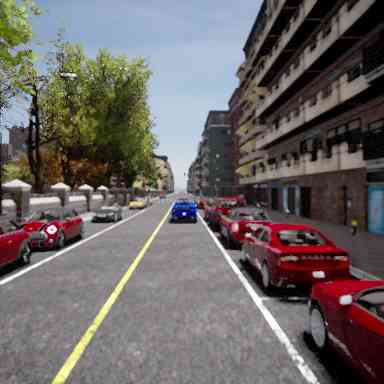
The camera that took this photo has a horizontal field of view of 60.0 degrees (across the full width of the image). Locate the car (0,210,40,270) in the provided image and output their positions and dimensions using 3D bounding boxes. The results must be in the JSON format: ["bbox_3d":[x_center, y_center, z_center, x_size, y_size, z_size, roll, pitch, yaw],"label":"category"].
[{"bbox_3d":[-5.913,1.443,8.643,1.967,1.590,4.097,0,0,-2],"label":"car"}]

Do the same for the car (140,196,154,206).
[{"bbox_3d":[-7.212,1.425,53.496,1.752,1.417,4.829,0,0,-2],"label":"car"}]

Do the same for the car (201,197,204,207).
[{"bbox_3d":[1.975,1.360,25.770,1.967,1.590,4.097,0,0,-2],"label":"car"}]

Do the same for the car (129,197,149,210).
[{"bbox_3d":[-6.886,1.446,42.240,1.752,1.417,4.829,0,0,-2],"label":"car"}]

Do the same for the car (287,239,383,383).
[{"bbox_3d":[2.628,1.523,3.258,1.887,1.381,4.507,0,0,-2],"label":"car"}]

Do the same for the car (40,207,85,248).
[{"bbox_3d":[-6.076,1.428,14.269,1.967,1.590,4.097,0,0,-2],"label":"car"}]

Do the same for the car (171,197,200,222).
[{"bbox_3d":[-0.628,1.409,26.014,1.882,1.535,5.008,0,0,-2],"label":"car"}]

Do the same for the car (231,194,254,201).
[{"bbox_3d":[12.300,1.349,81.236,5.009,1.841,2.192,1,-1,-2],"label":"car"}]

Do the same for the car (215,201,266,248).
[{"bbox_3d":[2.301,1.388,14.513,1.967,1.590,4.097,0,0,-2],"label":"car"}]

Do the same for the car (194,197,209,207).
[{"bbox_3d":[1.324,1.435,48.281,1.947,1.339,4.313,0,0,-2],"label":"car"}]

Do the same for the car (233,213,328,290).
[{"bbox_3d":[2.465,1.508,8.887,1.887,1.381,4.507,0,0,-2],"label":"car"}]

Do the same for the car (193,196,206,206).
[{"bbox_3d":[1.155,1.385,54.080,1.752,1.417,4.829,-1,0,-2],"label":"car"}]

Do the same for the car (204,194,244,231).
[{"bbox_3d":[2.137,1.249,20.140,2.192,1.841,5.009,0,0,-2],"label":"car"}]

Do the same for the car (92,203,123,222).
[{"bbox_3d":[-6.401,1.510,25.526,2.008,1.369,4.403,0,0,-2],"label":"car"}]

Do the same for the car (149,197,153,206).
[{"bbox_3d":[-7.053,1.460,48.038,2.008,1.369,4.403,0,0,-2],"label":"car"}]

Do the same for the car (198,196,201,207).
[{"bbox_3d":[1.485,1.321,42.653,1.967,1.590,4.097,0,0,-2],"label":"car"}]

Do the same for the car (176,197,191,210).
[{"bbox_3d":[-1.100,1.419,42.033,1.812,1.442,4.674,0,0,-2],"label":"car"}]
